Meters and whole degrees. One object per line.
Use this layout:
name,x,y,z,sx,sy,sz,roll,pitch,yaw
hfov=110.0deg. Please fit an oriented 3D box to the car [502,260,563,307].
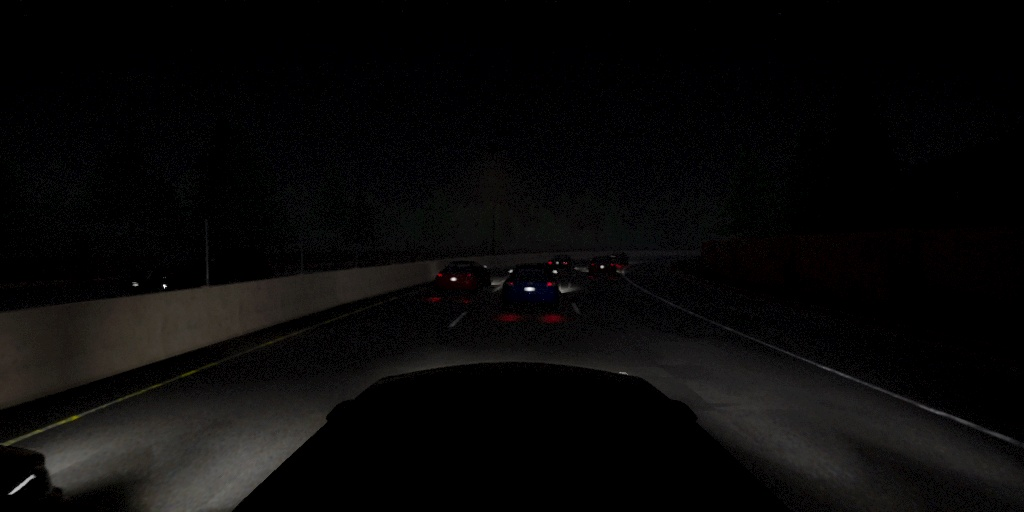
car,0.798,1.017,13.814,1.994,1.385,4.181,0,1,6

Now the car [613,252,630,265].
car,12.985,0.227,43.277,2.128,1.511,4.902,1,1,26

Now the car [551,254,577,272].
car,4.474,0.565,31.647,2.033,1.411,5.357,0,1,18

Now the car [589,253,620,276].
car,6.870,0.694,27.127,1.994,1.385,4.181,0,1,15

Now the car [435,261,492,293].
car,-2.252,0.926,17.503,1.994,1.385,4.181,0,1,8

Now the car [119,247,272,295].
car,-13.317,0.617,15.718,2.150,2.045,5.566,0,1,6
